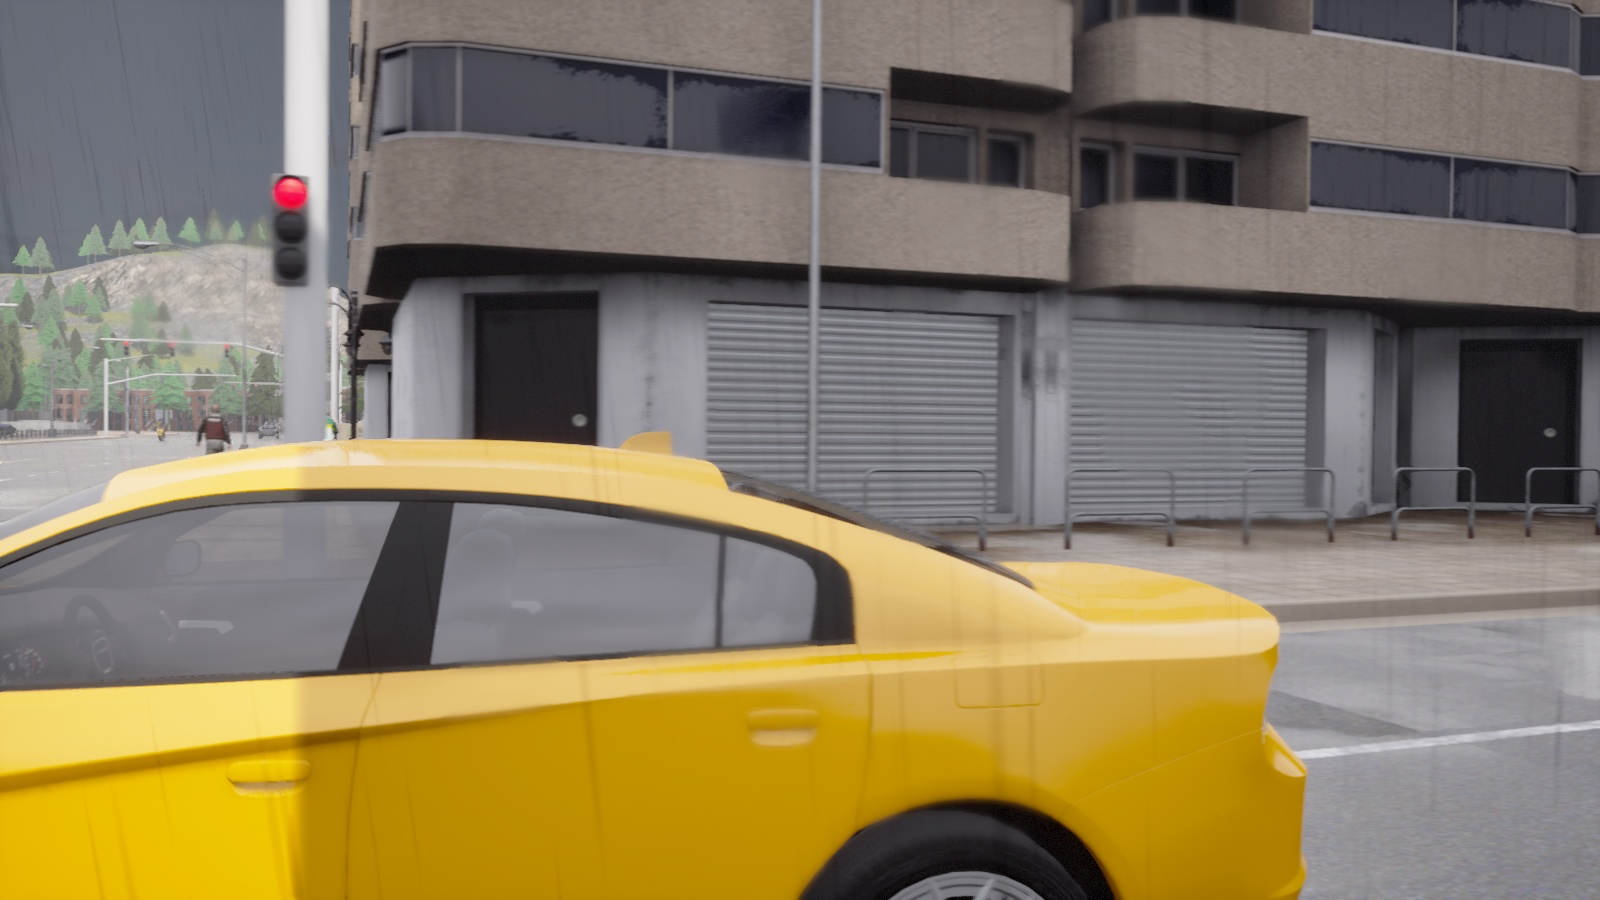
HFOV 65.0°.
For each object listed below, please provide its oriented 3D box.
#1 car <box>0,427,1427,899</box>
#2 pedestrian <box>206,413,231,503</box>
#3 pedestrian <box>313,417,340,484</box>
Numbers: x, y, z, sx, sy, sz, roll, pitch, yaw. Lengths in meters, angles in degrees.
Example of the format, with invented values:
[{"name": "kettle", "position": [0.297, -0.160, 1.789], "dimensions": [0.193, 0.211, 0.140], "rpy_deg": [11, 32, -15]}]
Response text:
[{"name": "car", "position": [-1.222, 0.735, 3.311], "dimensions": [5.008, 1.535, 1.882], "rpy_deg": [-1, 1, -10]}, {"name": "pedestrian", "position": [-12.267, 0.158, 26.492], "dimensions": [0.376, 1.854, 0.720], "rpy_deg": [-1, 1, -20]}, {"name": "pedestrian", "position": [-14.088, 0.000, 37.363], "dimensions": [0.659, 1.952, 0.873], "rpy_deg": [-1, 1, -18]}]
